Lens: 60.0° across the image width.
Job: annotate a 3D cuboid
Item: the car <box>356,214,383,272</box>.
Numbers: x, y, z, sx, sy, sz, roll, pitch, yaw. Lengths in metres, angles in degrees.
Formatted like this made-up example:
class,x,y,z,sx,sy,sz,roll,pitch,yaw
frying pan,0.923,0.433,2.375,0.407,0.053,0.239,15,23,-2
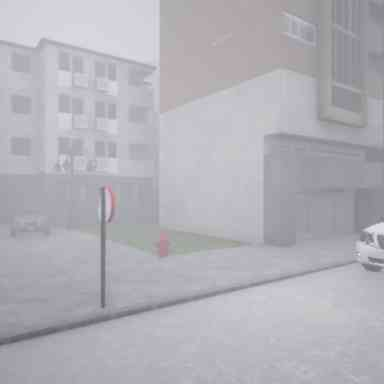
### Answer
class,x,y,z,sx,sy,sz,roll,pitch,yaw
car,7.067,1.221,9.635,5.566,2.045,2.150,0,0,-35

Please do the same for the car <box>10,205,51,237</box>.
class,x,y,z,sx,sy,sz,roll,pitch,yaw
car,-8.421,1.417,17.437,1.816,1.474,4.193,0,0,-25
